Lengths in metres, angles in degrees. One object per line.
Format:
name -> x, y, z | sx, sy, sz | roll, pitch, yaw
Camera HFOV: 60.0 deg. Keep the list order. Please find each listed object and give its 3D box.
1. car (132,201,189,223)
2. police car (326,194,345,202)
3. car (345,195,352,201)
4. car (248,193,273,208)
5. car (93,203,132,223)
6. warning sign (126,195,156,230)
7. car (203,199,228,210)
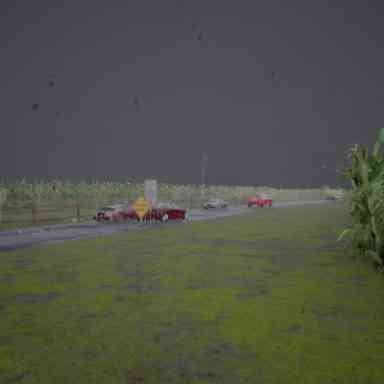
car -> -2.024, 1.466, 25.458 | 1.882, 1.535, 5.008 | 1, 0, 29
police car -> 33.258, 1.357, 77.845 | 1.930, 1.638, 5.238 | 1, 1, 45
car -> 40.319, 1.428, 84.551 | 4.892, 1.490, 1.837 | 0, 1, -42
car -> 9.893, 1.182, 48.019 | 2.150, 2.045, 5.566 | 1, 1, 32
car -> -5.455, 1.525, 25.266 | 1.994, 1.385, 4.181 | 1, 0, 29
warning sign -> -2.877, 1.133, 18.918 | 1.300, 1.860, 1.060 | 1, 0, 29
car -> 2.920, 1.505, 41.019 | 1.994, 1.385, 4.181 | 1, 0, 27
